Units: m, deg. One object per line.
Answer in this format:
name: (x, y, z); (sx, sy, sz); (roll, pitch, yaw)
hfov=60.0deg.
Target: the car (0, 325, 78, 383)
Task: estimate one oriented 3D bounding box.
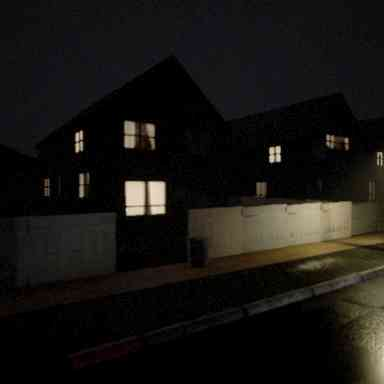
car: (-2.894, 1.488, 1.003); (5.008, 1.535, 1.882); (0, 0, -36)
